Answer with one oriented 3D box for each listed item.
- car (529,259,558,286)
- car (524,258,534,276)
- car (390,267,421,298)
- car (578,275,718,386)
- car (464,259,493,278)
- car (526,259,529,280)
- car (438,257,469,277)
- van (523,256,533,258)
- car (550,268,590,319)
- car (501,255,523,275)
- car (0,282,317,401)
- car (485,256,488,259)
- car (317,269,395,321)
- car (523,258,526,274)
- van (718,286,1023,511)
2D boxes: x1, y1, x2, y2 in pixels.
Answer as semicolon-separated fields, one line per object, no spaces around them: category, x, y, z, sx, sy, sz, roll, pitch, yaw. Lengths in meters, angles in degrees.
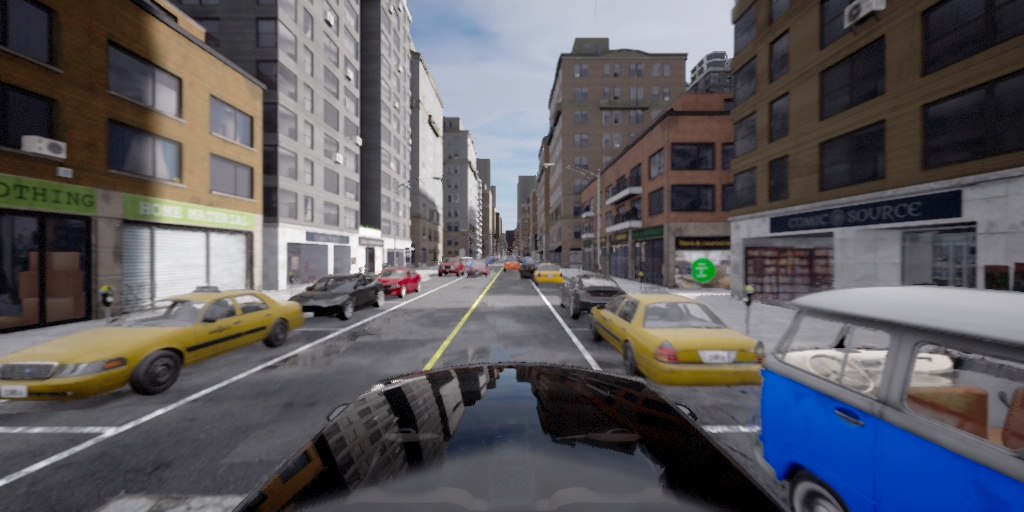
car;2.354;1.178;24.641;1.801;1.575;5.366;0;0;0
car;2.674;1.265;40.819;1.948;1.339;4.313;0;0;0
car;-5.854;1.276;18.133;1.888;1.381;4.507;0;0;0
car;2.670;1.270;6.972;1.751;1.417;4.829;0;0;0
car;-3.081;1.235;33.673;1.812;1.442;4.674;0;0;0
car;2.674;1.273;35.150;1.948;1.339;4.313;0;0;0
car;-5.852;1.022;35.139;2.192;1.841;5.009;0;0;0
van;2.677;1.009;57.828;1.690;1.789;3.998;0;0;0
car;2.671;1.288;12.472;2.007;1.370;4.403;0;0;0
car;0.031;1.044;45.481;2.097;1.767;4.553;0;0;0
car;-5.856;1.270;6.627;1.751;1.417;4.829;0;0;0
car;-5.848;1.205;63.481;2.007;1.370;4.403;0;0;0
car;-5.855;1.304;12.465;1.948;1.339;4.313;0;0;0
car;2.675;1.242;46.487;2.007;1.370;4.403;0;0;0
van;2.669;1.091;1.133;1.690;1.789;3.998;0;0;0
